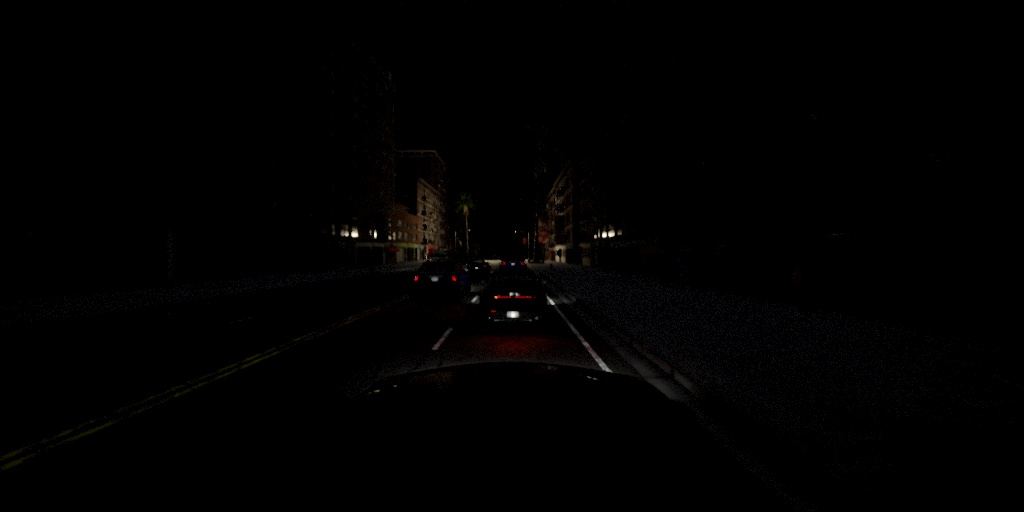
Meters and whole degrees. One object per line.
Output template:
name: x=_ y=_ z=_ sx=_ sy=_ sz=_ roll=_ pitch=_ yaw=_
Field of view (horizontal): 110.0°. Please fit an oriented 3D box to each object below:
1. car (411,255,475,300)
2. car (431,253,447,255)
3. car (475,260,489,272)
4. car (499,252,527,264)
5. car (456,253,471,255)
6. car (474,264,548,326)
car: x=-3.163 y=0.971 z=16.832 sx=2.097 sy=1.767 sz=4.553 roll=0 pitch=0 yaw=0
car: x=-9.830 y=0.551 z=47.655 sx=2.150 sy=2.045 sz=5.566 roll=0 pitch=0 yaw=0
car: x=-3.156 y=1.021 z=34.005 sx=1.994 sy=1.385 sz=4.181 roll=0 pitch=1 yaw=0
car: x=0.091 y=0.706 z=31.305 sx=2.150 sy=2.045 sz=5.566 roll=0 pitch=1 yaw=0
car: x=-6.582 y=0.550 z=47.710 sx=2.150 sy=2.045 sz=5.566 roll=0 pitch=0 yaw=0
car: x=0.063 y=1.174 z=11.316 sx=1.837 sy=1.490 sz=4.892 roll=0 pitch=1 yaw=1
